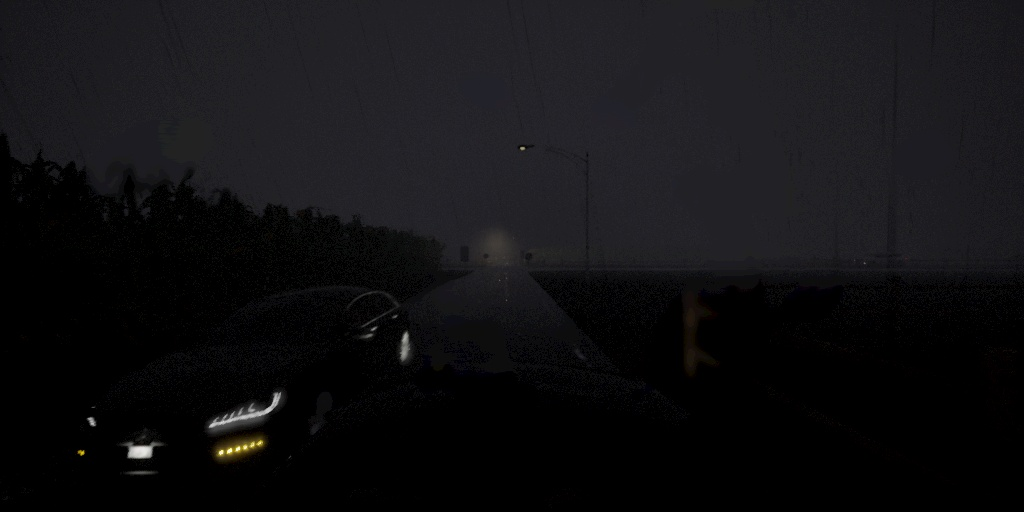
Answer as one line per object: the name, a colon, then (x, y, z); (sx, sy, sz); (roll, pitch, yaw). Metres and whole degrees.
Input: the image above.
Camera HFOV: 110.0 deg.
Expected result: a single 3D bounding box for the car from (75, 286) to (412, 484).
car: (-2.850, 1.252, 5.177); (1.837, 1.490, 4.892); (0, 0, 0)
